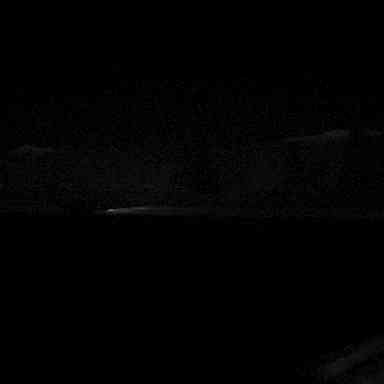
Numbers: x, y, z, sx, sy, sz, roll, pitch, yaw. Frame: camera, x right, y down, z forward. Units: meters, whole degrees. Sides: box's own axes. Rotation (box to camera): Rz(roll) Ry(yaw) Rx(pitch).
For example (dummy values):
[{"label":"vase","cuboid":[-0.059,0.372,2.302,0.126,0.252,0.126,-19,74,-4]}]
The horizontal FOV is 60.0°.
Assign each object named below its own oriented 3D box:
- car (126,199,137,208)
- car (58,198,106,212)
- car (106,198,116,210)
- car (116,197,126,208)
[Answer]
[{"label":"car","cuboid":[-10.291,1.502,48.230,4.674,1.442,1.812,0,0,12]},{"label":"car","cuboid":[-12.845,1.470,38.037,4.902,1.511,2.128,0,0,12]},{"label":"car","cuboid":[-12.106,1.542,41.458,4.181,1.385,1.994,0,0,12]},{"label":"car","cuboid":[-11.924,1.577,44.996,4.718,1.301,1.895,0,0,12]}]
